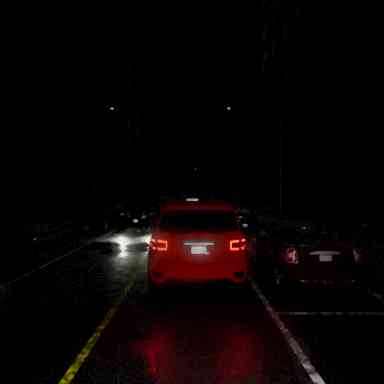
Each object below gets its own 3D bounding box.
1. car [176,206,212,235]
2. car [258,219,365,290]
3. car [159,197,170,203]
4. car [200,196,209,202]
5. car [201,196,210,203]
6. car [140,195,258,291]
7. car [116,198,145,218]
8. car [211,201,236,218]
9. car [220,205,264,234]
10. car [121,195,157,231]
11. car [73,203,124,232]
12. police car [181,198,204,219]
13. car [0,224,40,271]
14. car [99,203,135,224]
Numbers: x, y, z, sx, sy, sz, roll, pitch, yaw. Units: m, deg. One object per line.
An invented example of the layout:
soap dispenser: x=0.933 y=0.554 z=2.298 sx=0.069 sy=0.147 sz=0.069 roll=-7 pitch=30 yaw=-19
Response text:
car: x=0.109 y=1.599 z=19.903 sx=1.895 sy=1.301 sz=4.718 roll=0 pitch=0 yaw=0
car: x=2.858 y=1.439 z=9.048 sx=1.967 sy=1.590 sz=4.097 roll=0 pitch=0 yaw=0
car: x=-5.602 y=1.618 z=68.161 sx=1.802 sy=1.307 sz=4.206 roll=0 pitch=0 yaw=0
car: x=2.949 y=1.607 z=78.961 sx=2.008 sy=1.369 sz=4.403 roll=0 pitch=0 yaw=0
car: x=2.936 y=1.571 z=73.723 sx=1.752 sy=1.417 sz=4.829 roll=0 pitch=0 yaw=0
car: x=0.108 y=1.220 z=9.133 sx=2.150 sy=2.045 sz=5.566 roll=0 pitch=0 yaw=-1
car: x=-5.656 y=1.440 z=31.058 sx=1.967 sy=1.590 sz=4.097 roll=0 pitch=0 yaw=0
car: x=2.870 y=1.566 z=31.053 sx=1.947 sy=1.339 sz=4.313 roll=0 pitch=0 yaw=0
car: x=2.864 y=1.549 z=20.051 sx=2.008 sy=1.369 sz=4.403 roll=0 pitch=0 yaw=0
car: x=-3.073 y=1.219 z=21.022 sx=2.150 sy=2.045 sz=5.566 roll=0 pitch=0 yaw=0
car: x=-5.661 y=1.564 z=20.055 sx=1.947 sy=1.339 sz=4.313 roll=0 pitch=0 yaw=0
police car: x=0.015 y=1.425 z=30.166 sx=1.930 sy=1.638 sz=5.238 roll=0 pitch=0 yaw=0
car: x=-5.667 y=1.581 z=9.053 sx=1.802 sy=1.307 sz=4.206 roll=0 pitch=0 yaw=0
car: x=-5.659 y=1.581 z=25.557 sx=1.802 sy=1.307 sz=4.206 roll=0 pitch=0 yaw=0
